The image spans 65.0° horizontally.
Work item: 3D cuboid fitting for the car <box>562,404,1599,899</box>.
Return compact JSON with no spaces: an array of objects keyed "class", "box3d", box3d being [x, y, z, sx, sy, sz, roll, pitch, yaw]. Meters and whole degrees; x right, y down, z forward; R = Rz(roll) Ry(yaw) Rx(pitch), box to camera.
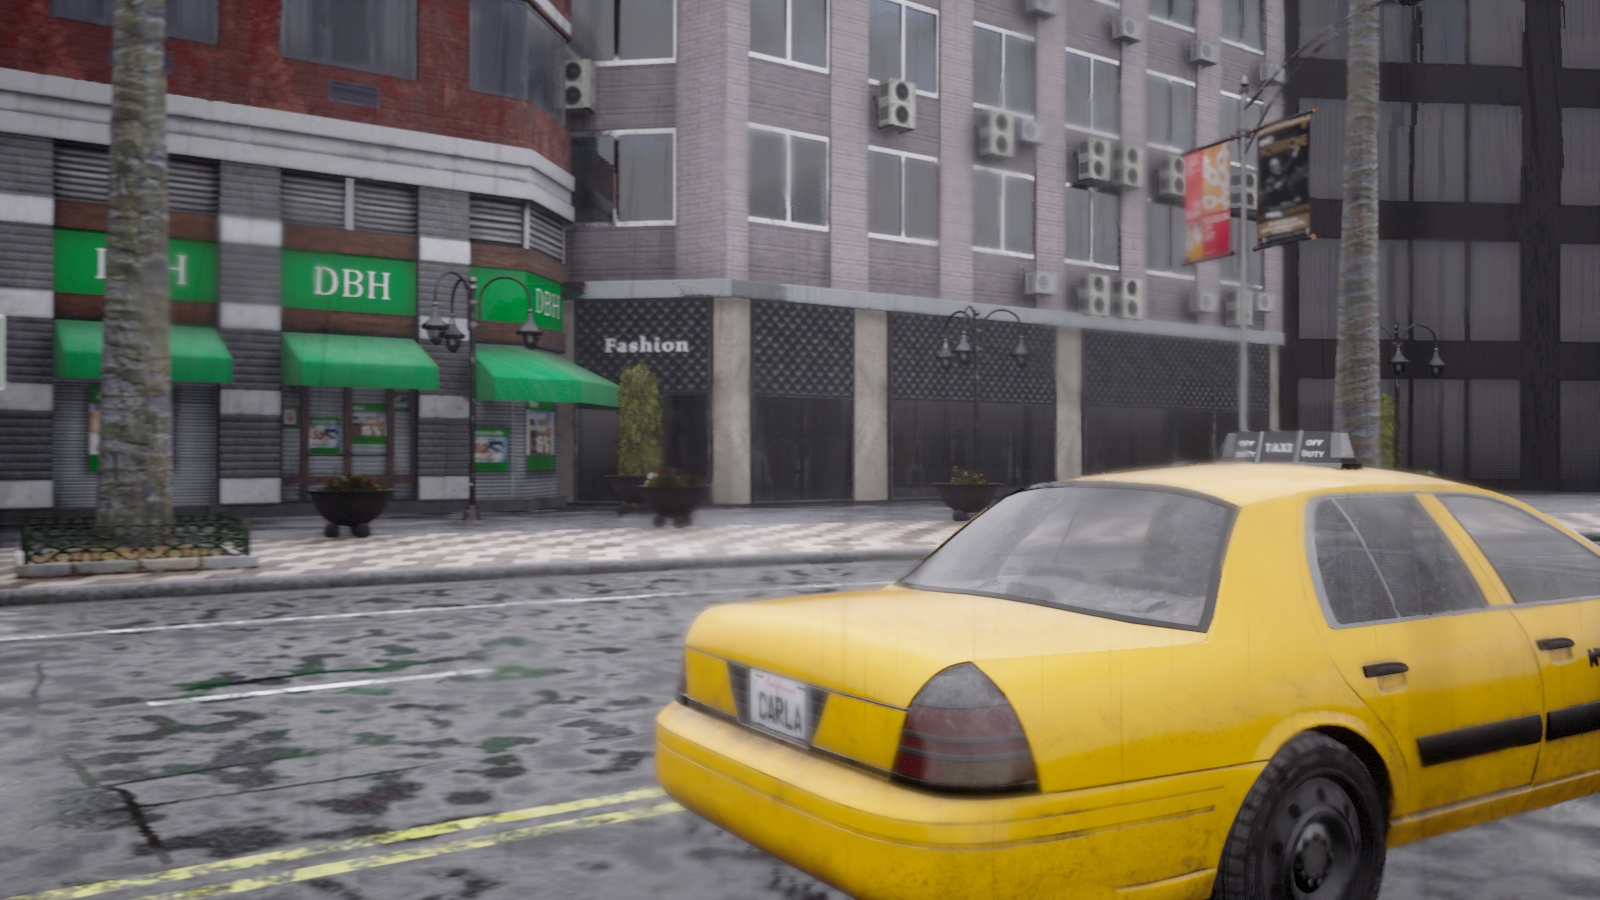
[{"class":"car","box3d":[1.957,0.689,4.865,5.366,1.575,1.801,0,0,-32]}]
